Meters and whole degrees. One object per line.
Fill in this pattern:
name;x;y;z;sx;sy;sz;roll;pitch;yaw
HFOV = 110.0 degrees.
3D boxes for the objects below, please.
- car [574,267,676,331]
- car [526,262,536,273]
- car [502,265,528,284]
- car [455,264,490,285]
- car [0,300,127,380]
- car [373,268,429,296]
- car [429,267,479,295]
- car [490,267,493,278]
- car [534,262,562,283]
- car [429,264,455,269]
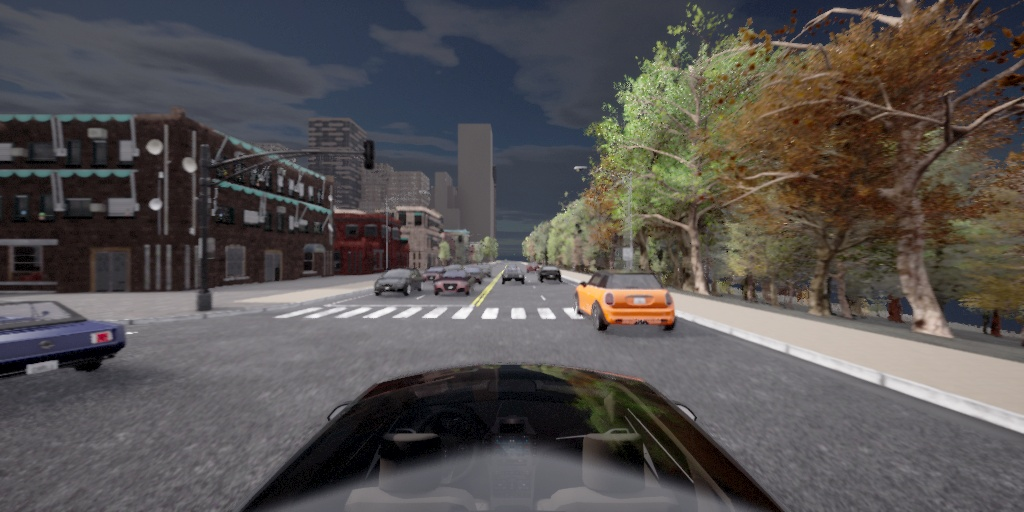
car;3.351;1.214;11.534;2.097;1.767;4.553;0;-1;0
car;3.296;1.720;56.241;2.097;1.767;4.553;0;-1;1
car;0.099;1.684;31.023;1.895;1.301;4.718;0;-1;0
car;-3.328;1.627;30.708;2.033;1.411;5.357;0;-1;0
car;-9.131;1.418;6.052;4.718;1.301;1.895;-1;-1;18
car;-6.590;1.478;21.350;1.837;1.490;4.892;0;-1;0
car;-3.338;1.538;21.441;1.994;1.385;4.181;0;-1;0
car;-3.252;1.702;41.060;1.837;1.490;4.892;0;-1;0
car;3.349;1.581;32.792;1.882;1.535;5.008;0;-1;0
car;-6.578;1.650;31.321;1.994;1.385;4.181;0;-1;0
